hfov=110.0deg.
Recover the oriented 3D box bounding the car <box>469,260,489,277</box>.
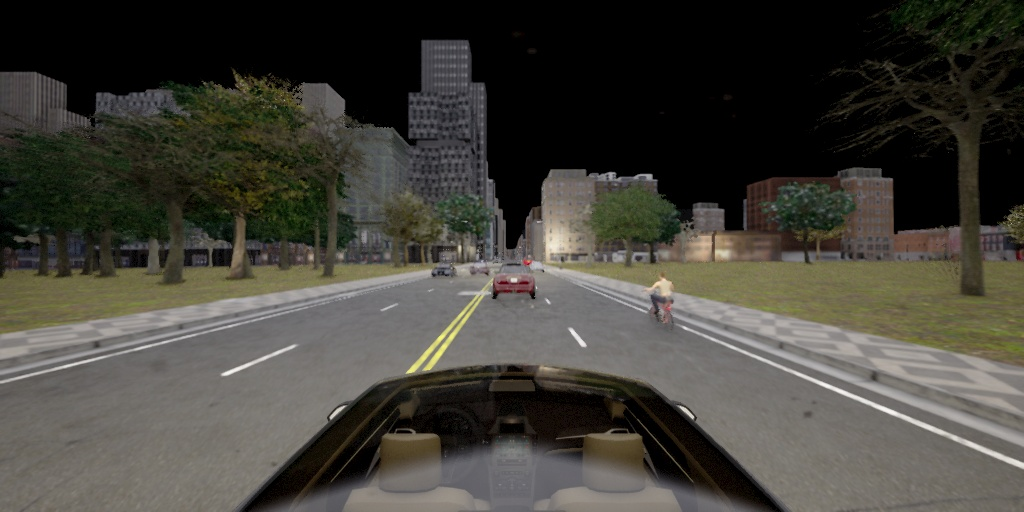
[{"bbox_3d":[-3.354,1.408,37.952,1.812,1.442,4.674,0,0,0],"label":"car"}]

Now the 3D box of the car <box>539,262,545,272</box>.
[{"bbox_3d":[3.328,1.459,49.412,1.812,1.442,4.674,0,0,0],"label":"car"}]

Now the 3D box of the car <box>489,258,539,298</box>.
[{"bbox_3d":[0.092,1.162,18.993,2.097,1.767,4.553,0,0,0],"label":"car"}]

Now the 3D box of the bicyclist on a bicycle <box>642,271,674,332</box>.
[{"bbox_3d":[4.149,1.214,9.996,0.866,1.612,1.509,0,0,-1],"label":"bicyclist on a bicycle"}]

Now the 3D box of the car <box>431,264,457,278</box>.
[{"bbox_3d":[-6.605,1.435,35.323,1.994,1.385,4.181,0,0,0],"label":"car"}]
